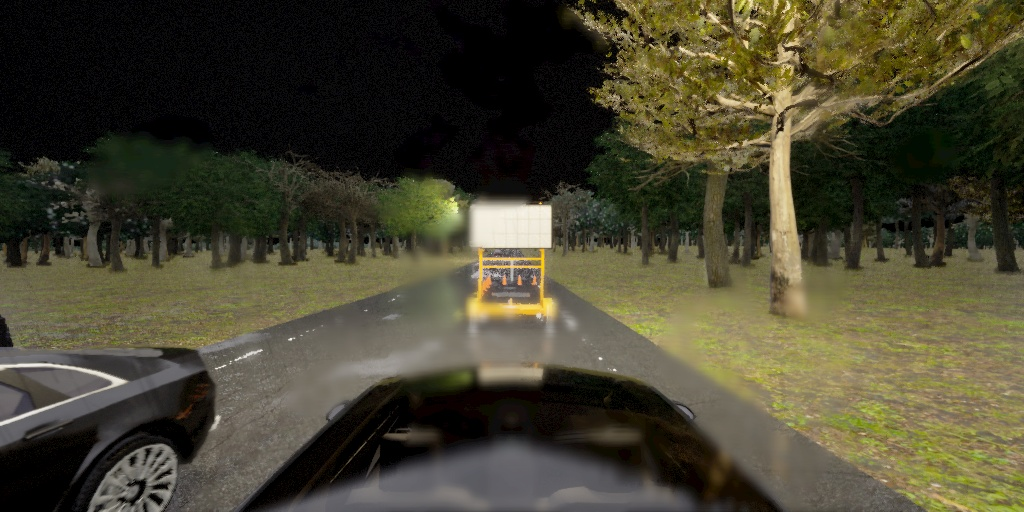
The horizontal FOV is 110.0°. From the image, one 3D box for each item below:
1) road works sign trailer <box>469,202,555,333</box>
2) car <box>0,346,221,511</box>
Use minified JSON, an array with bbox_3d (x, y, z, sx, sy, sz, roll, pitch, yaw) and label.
[{"bbox_3d":[-0.004,0.194,10.718,2.380,3.560,2.880,0,0,0],"label":"road works sign trailer"},{"bbox_3d":[-3.500,1.241,1.097,2.128,1.511,4.902,0,0,0],"label":"car"}]
